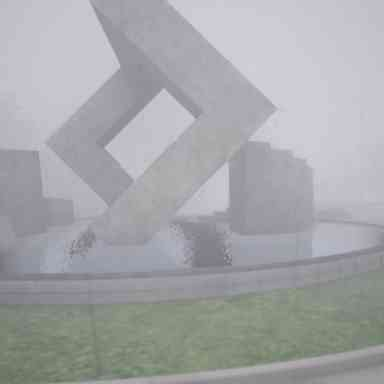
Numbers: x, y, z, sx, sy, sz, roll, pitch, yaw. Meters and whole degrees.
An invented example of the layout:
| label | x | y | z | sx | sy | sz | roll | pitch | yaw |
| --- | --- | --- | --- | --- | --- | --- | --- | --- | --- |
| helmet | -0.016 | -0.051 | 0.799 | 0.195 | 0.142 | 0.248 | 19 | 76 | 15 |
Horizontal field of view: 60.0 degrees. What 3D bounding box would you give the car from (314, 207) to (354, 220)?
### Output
| label | x | y | z | sx | sy | sz | roll | pitch | yaw |
| --- | --- | --- | --- | --- | --- | --- | --- | --- | --- |
| car | 15.019 | 2.276 | 35.641 | 1.994 | 1.385 | 4.181 | 1 | -2 | -41 |
